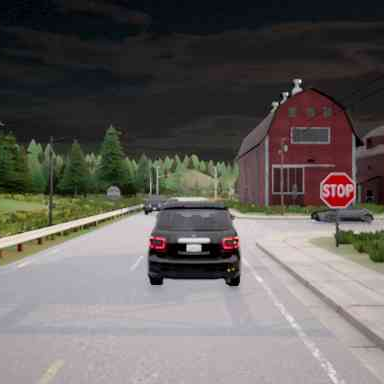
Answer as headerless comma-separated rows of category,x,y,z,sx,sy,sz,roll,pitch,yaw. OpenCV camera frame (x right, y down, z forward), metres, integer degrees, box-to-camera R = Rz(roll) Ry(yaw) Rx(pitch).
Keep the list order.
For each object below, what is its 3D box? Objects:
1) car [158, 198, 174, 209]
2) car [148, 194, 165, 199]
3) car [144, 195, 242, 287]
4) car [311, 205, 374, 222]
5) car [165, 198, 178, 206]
car,-3.637,1.592,47.244,1.837,1.490,4.892,0,-1,0
car,-3.614,1.284,34.803,2.150,2.045,5.566,0,0,0
car,0.100,1.241,9.556,2.150,2.045,5.566,0,0,1
car,11.032,1.608,24.556,4.181,1.385,1.994,0,0,-1
car,-3.628,1.708,59.861,1.895,1.301,4.718,0,0,0
